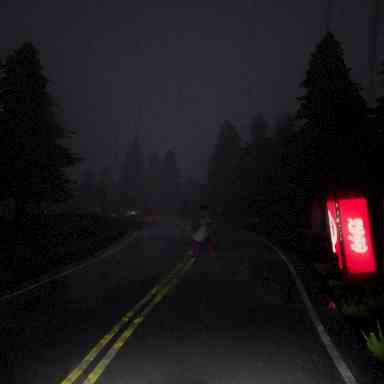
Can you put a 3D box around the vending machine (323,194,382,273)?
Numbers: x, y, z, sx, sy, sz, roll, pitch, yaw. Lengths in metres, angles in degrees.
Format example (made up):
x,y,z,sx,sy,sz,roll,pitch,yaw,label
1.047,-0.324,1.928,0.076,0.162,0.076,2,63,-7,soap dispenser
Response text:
x,y,z,sx,sy,sz,roll,pitch,yaw,label
4.565,1.179,9.571,1.100,2.100,0.880,-6,-6,9,vending machine

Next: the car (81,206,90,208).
x,y,z,sx,sy,sz,roll,pitch,yaw,label
-14.111,2.654,44.276,4.674,1.442,1.812,-6,-7,33,car

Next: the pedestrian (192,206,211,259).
x,y,z,sx,sy,sz,roll,pitch,yaw,label
0.370,1.333,11.402,0.375,1.860,0.375,4,-5,8,pedestrian

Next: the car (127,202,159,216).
x,y,z,sx,sy,sz,roll,pitch,yaw,label
-5.473,1.887,36.467,2.128,1.511,4.902,4,-5,-36,car

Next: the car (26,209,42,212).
x,y,z,sx,sy,sz,roll,pitch,yaw,label
-20.405,2.942,43.805,4.718,1.301,1.895,-6,-7,20,car
